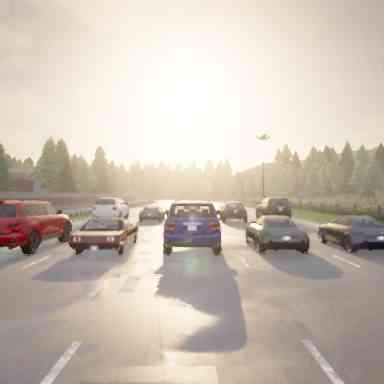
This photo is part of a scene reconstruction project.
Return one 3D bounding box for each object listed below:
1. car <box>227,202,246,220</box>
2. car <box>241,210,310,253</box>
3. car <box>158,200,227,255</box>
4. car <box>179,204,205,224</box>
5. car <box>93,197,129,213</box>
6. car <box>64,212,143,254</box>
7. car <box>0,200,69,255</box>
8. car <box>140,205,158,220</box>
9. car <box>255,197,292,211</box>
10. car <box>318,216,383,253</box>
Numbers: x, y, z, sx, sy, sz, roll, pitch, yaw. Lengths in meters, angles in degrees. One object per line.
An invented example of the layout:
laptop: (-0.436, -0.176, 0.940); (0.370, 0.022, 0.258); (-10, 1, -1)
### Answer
car: (3.527, 1.622, 29.079); (2.097, 1.767, 4.553); (0, -1, 0)
car: (3.515, 1.699, 14.313); (1.994, 1.385, 4.181); (0, 0, 0)
car: (0.013, 1.348, 14.008); (2.150, 2.045, 5.566); (0, 0, 0)
car: (0.026, 1.818, 28.985); (2.033, 1.411, 5.357); (0, -1, 0)
car: (-6.974, 1.488, 29.023); (2.150, 2.045, 5.566); (0, 0, 0)
car: (-3.486, 1.733, 14.105); (1.895, 1.301, 4.718); (0, 0, 0)
car: (-6.987, 1.348, 14.014); (2.150, 2.045, 5.566); (0, 0, 0)
car: (-3.472, 1.838, 29.319); (1.994, 1.385, 4.181); (0, 0, 0)
car: (7.026, 1.487, 29.008); (2.150, 2.045, 5.566); (0, 0, 0)
car: (7.015, 1.699, 14.310); (1.994, 1.385, 4.181); (0, 0, 0)
